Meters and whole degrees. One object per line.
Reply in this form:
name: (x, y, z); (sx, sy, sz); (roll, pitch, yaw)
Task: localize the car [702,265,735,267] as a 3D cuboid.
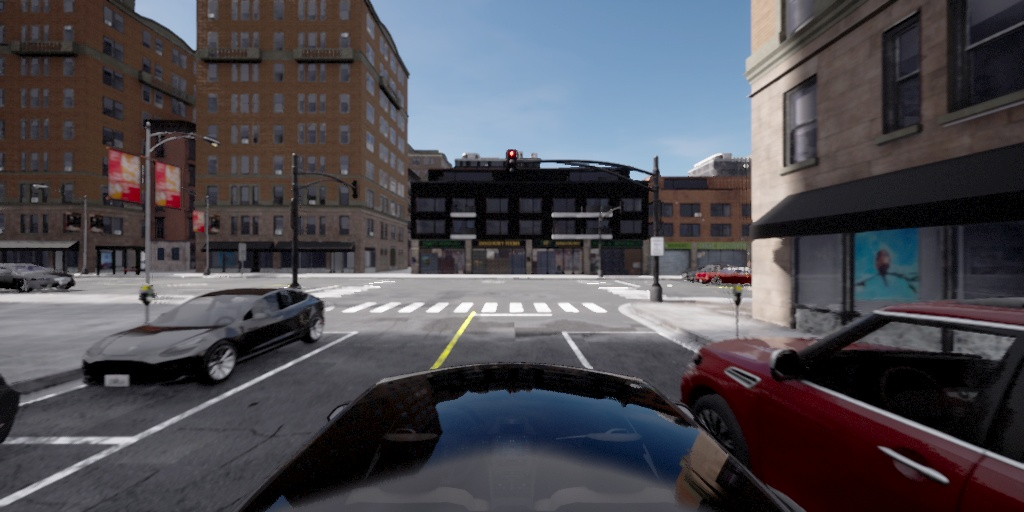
car: (15.974, 1.511, 26.168); (4.718, 1.301, 1.895); (0, 0, 0)

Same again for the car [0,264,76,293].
car: (-26.573, 1.171, 19.272); (4.902, 1.511, 2.128); (0, 0, 0)

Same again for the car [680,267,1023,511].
car: (2.638, 1.064, 1.406); (2.192, 1.841, 5.009); (0, 0, 0)

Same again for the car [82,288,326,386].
car: (-5.388, 1.331, 7.067); (1.948, 1.339, 4.313); (0, 0, 0)

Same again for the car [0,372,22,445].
car: (-5.387, 1.299, 1.405); (2.007, 1.370, 4.403); (0, 0, 0)
